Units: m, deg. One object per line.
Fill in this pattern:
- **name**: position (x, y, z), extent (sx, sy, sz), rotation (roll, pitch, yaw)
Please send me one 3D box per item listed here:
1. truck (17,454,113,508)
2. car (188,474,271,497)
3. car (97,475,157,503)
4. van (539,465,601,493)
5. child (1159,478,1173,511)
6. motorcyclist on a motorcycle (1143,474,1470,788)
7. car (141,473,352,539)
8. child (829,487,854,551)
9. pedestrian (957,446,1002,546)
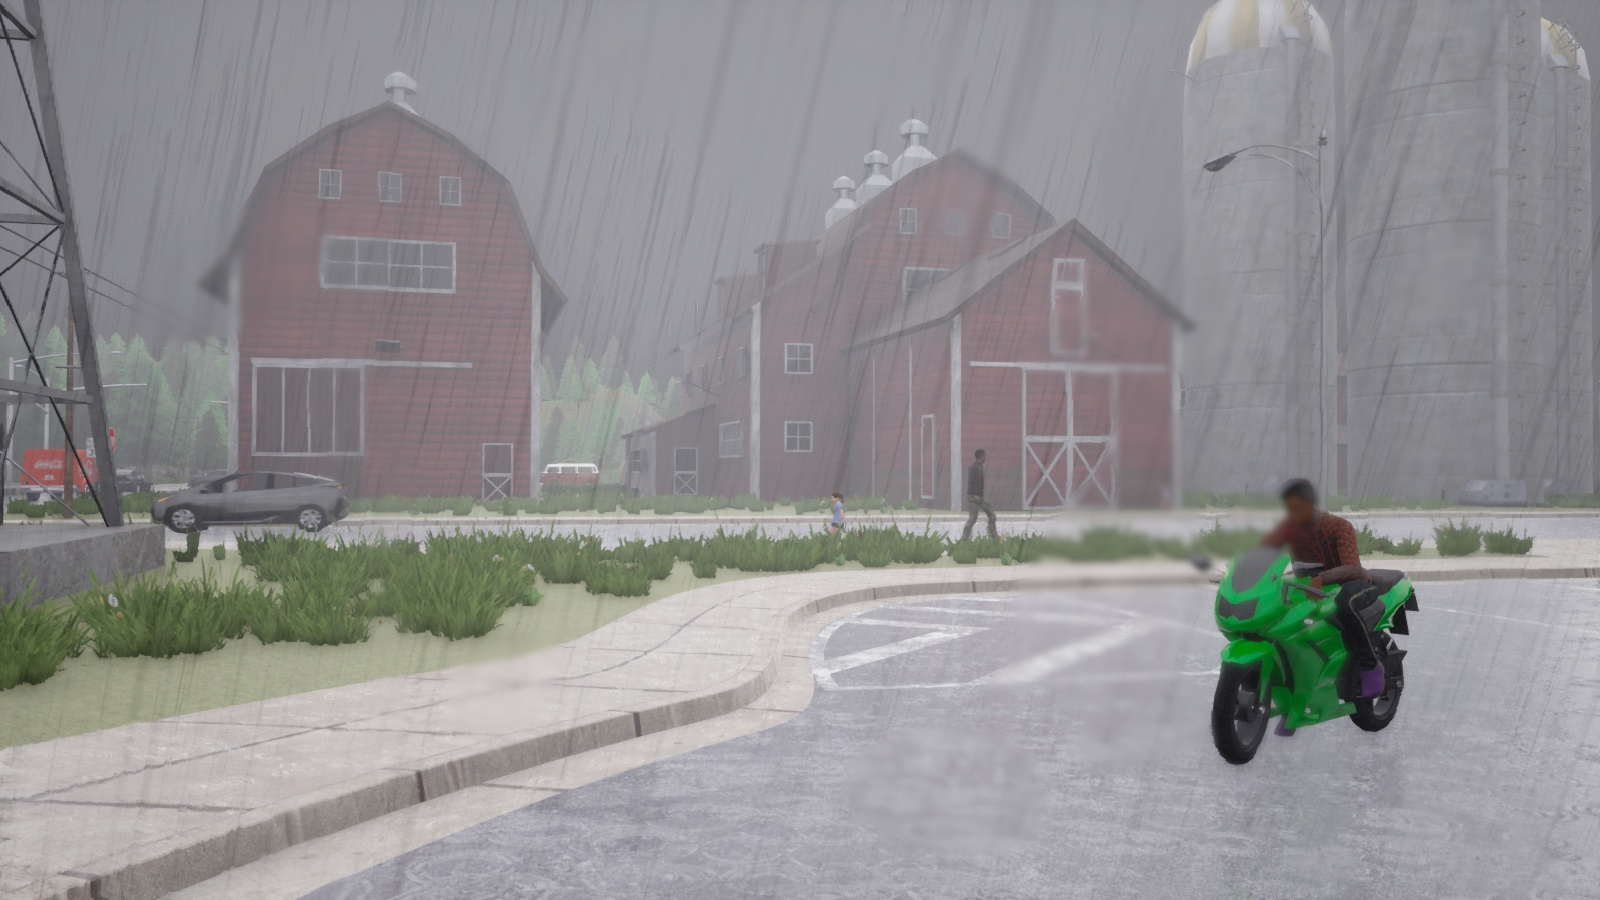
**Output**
- **truck**: position (-35.317, 1.483, 60.529), extent (2.627, 2.467, 5.204), rotation (0, -1, -14)
- **car**: position (-38.900, 2.389, 85.722), extent (4.892, 1.490, 1.837), rotation (0, -1, -15)
- **car**: position (-37.836, 2.155, 70.686), extent (1.837, 1.490, 4.892), rotation (0, -1, -14)
- **van**: position (-17.421, 2.174, 95.091), extent (4.480, 2.038, 2.069), rotation (0, -1, -15)
- **child**: position (12.585, 1.523, 43.168), extent (0.394, 1.110, 0.255), rotation (0, -1, -16)
- **motorcyclist on a motorcycle**: position (2.901, 0.904, 7.094), extent (2.044, 1.523, 0.797), rotation (1, -1, -39)
- **car**: position (-13.545, 1.335, 31.029), extent (4.514, 1.525, 2.007), rotation (0, -1, -15)
- **child**: position (0.728, 1.218, 22.122), extent (0.394, 1.110, 0.255), rotation (0, -1, -12)
- **pedestrian**: position (3.362, 0.851, 23.541), extent (0.703, 1.840, 0.431), rotation (0, -1, -15)
